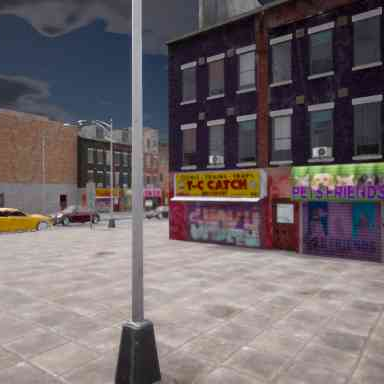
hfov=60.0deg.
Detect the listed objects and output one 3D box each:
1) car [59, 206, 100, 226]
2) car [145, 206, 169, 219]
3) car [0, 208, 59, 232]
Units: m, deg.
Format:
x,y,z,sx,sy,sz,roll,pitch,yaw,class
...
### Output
x,y,z,sx,sy,sz,roll,pitch,yaw,class
-9.514,1.825,26.737,1.967,1.590,4.097,-2,-2,36,car
-3.088,2.171,35.529,2.008,1.369,4.403,-2,-2,36,car
-10.997,1.717,19.933,1.882,1.535,5.008,0,-1,37,car
